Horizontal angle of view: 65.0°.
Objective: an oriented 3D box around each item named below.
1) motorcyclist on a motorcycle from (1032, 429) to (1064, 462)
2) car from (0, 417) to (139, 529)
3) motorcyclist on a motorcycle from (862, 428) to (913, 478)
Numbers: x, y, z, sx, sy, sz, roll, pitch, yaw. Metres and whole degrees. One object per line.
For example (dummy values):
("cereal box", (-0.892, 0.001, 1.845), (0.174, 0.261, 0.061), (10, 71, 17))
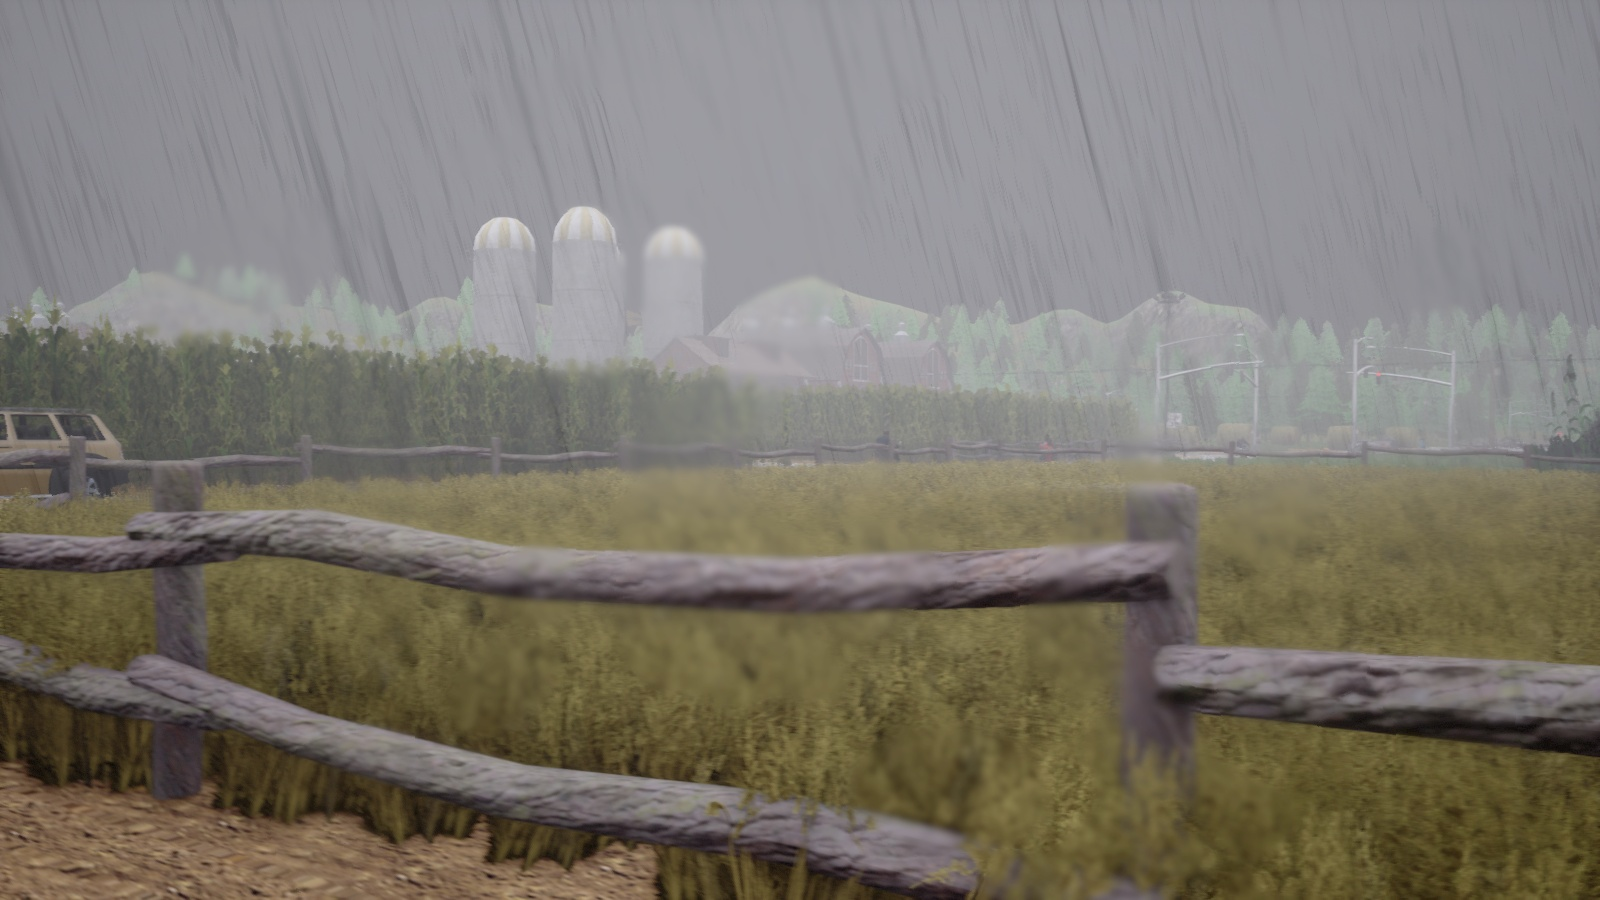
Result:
("motorcyclist on a motorcycle", (11.993, -0.228, 60.621), (0.797, 1.523, 2.044), (0, 1, 33))
("car", (-14.012, 0.380, 21.257), (1.932, 1.855, 4.605), (0, 1, 33))
("motorcyclist on a motorcycle", (2.880, 0.092, 41.202), (0.866, 1.590, 1.817), (0, 1, 33))
